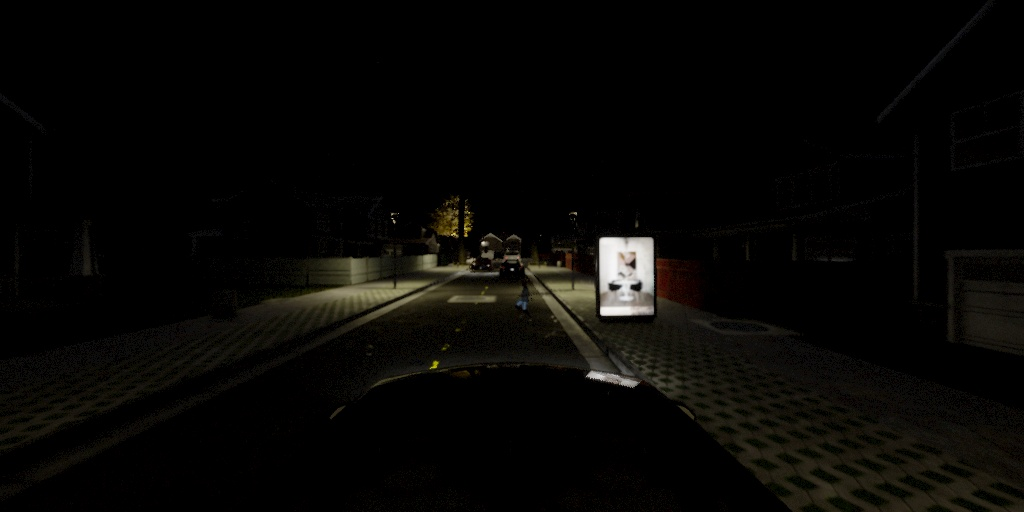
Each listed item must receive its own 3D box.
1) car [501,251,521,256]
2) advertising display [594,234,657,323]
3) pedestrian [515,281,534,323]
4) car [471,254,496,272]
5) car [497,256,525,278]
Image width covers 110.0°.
[{"bbox_3d":[0.010,0.360,46.306,2.150,2.045,5.566,0,0,0],"label":"car"},{"bbox_3d":[2.997,0.672,9.428,1.540,2.440,0.280,0,0,0],"label":"advertising display"},{"bbox_3d":[0.382,0.929,10.117,0.375,1.860,0.375,1,0,-12],"label":"pedestrian"},{"bbox_3d":[-2.903,0.816,35.610,1.812,1.442,4.674,0,1,0],"label":"car"},{"bbox_3d":[0.027,0.950,28.650,1.994,1.385,4.181,0,1,0],"label":"car"}]
